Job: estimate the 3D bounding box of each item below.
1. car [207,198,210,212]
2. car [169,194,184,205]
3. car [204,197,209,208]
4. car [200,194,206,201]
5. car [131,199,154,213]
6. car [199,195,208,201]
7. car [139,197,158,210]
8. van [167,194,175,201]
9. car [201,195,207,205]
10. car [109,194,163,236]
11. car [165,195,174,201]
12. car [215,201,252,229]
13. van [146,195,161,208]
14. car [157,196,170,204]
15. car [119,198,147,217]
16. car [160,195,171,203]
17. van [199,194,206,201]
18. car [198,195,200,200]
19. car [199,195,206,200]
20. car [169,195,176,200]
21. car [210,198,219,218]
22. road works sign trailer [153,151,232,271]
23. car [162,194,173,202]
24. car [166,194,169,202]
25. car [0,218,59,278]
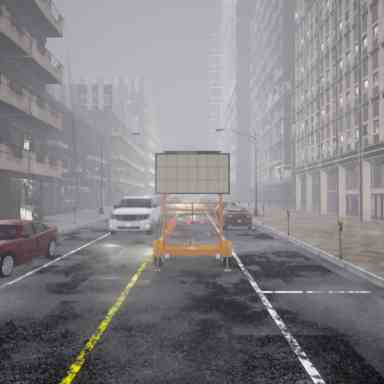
[{"bbox_3d":[2.757,1.553,32.472,1.887,1.381,4.507,1,0,0],"label":"car"},{"bbox_3d":[-2.975,1.535,60.328,1.812,1.442,4.674,0,0,0],"label":"car"},{"bbox_3d":[2.766,1.554,38.020,1.887,1.381,4.507,1,0,0],"label":"car"},{"bbox_3d":[2.803,1.535,60.381,1.752,1.417,4.829,1,0,0],"label":"car"},{"bbox_3d":[-5.614,1.554,37.958,1.887,1.381,4.507,1,0,0],"label":"car"},{"bbox_3d":[2.841,1.449,82.404,1.967,1.590,4.097,1,0,0],"label":"car"},{"bbox_3d":[-5.603,1.449,43.505,1.967,1.590,4.097,1,0,0],"label":"car"},{"bbox_3d":[-5.503,1.350,87.879,1.690,1.788,3.998,1,0,0],"label":"van"},{"bbox_3d":[2.784,1.560,49.116,2.008,1.369,4.403,1,0,0],"label":"car"},{"bbox_3d":[-3.070,1.227,18.852,2.150,2.045,5.566,0,0,0],"label":"car"},{"bbox_3d":[-5.551,1.535,82.161,1.752,1.417,4.829,1,0,0],"label":"car"},{"bbox_3d":[2.738,1.551,21.376,1.887,1.381,4.507,1,0,0],"label":"car"},{"bbox_3d":[-5.592,1.350,49.052,1.690,1.788,3.998,1,0,0],"label":"van"},{"bbox_3d":[-5.569,1.561,65.691,2.008,1.369,4.403,1,0,0],"label":"car"},{"bbox_3d":[-5.622,1.449,32.410,1.967,1.590,4.097,1,0,0],"label":"car"},{"bbox_3d":[-5.557,1.450,71.238,1.967,1.590,4.097,1,0,0],"label":"car"},{"bbox_3d":[2.852,1.350,87.952,1.690,1.788,3.998,1,0,0],"label":"van"},{"bbox_3d":[2.820,1.592,71.308,1.802,1.307,4.206,1,0,0],"label":"car"},{"bbox_3d":[2.857,1.573,93.500,1.947,1.339,4.313,1,0,0],"label":"car"},{"bbox_3d":[-5.490,1.533,93.255,1.752,1.417,4.829,1,0,0],"label":"car"},{"bbox_3d":[2.749,1.448,26.923,1.967,1.590,4.097,1,0,0],"label":"car"},{"bbox_3d":[0.016,0.468,10.857,2.380,3.560,2.880,0,0,0],"label":"road works sign trailer"},{"bbox_3d":[-5.549,1.325,76.785,2.192,1.841,5.009,1,0,0],"label":"car"},{"bbox_3d":[-5.583,1.325,54.598,2.192,1.841,5.009,1,0,0],"label":"car"},{"bbox_3d":[-5.660,1.548,10.224,1.887,1.381,4.507,1,0,0],"label":"car"}]
